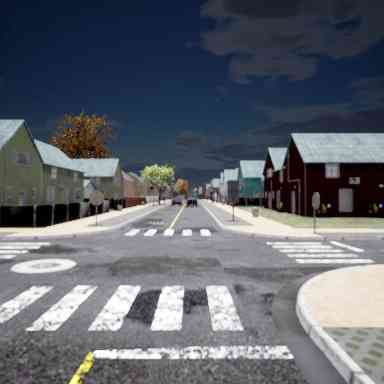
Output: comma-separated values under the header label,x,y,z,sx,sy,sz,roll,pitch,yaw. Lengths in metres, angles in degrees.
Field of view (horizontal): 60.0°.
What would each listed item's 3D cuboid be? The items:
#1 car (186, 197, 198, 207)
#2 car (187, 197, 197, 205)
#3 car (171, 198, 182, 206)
label,x,y,z,sx,sy,sz,roll,pitch,yaw
car,-0.001,1.701,56.299,1.837,1.490,4.892,0,0,0
car,-0.001,1.798,66.718,1.812,1.442,4.674,0,0,0
car,-2.750,1.776,60.885,2.033,1.411,5.357,0,0,0
